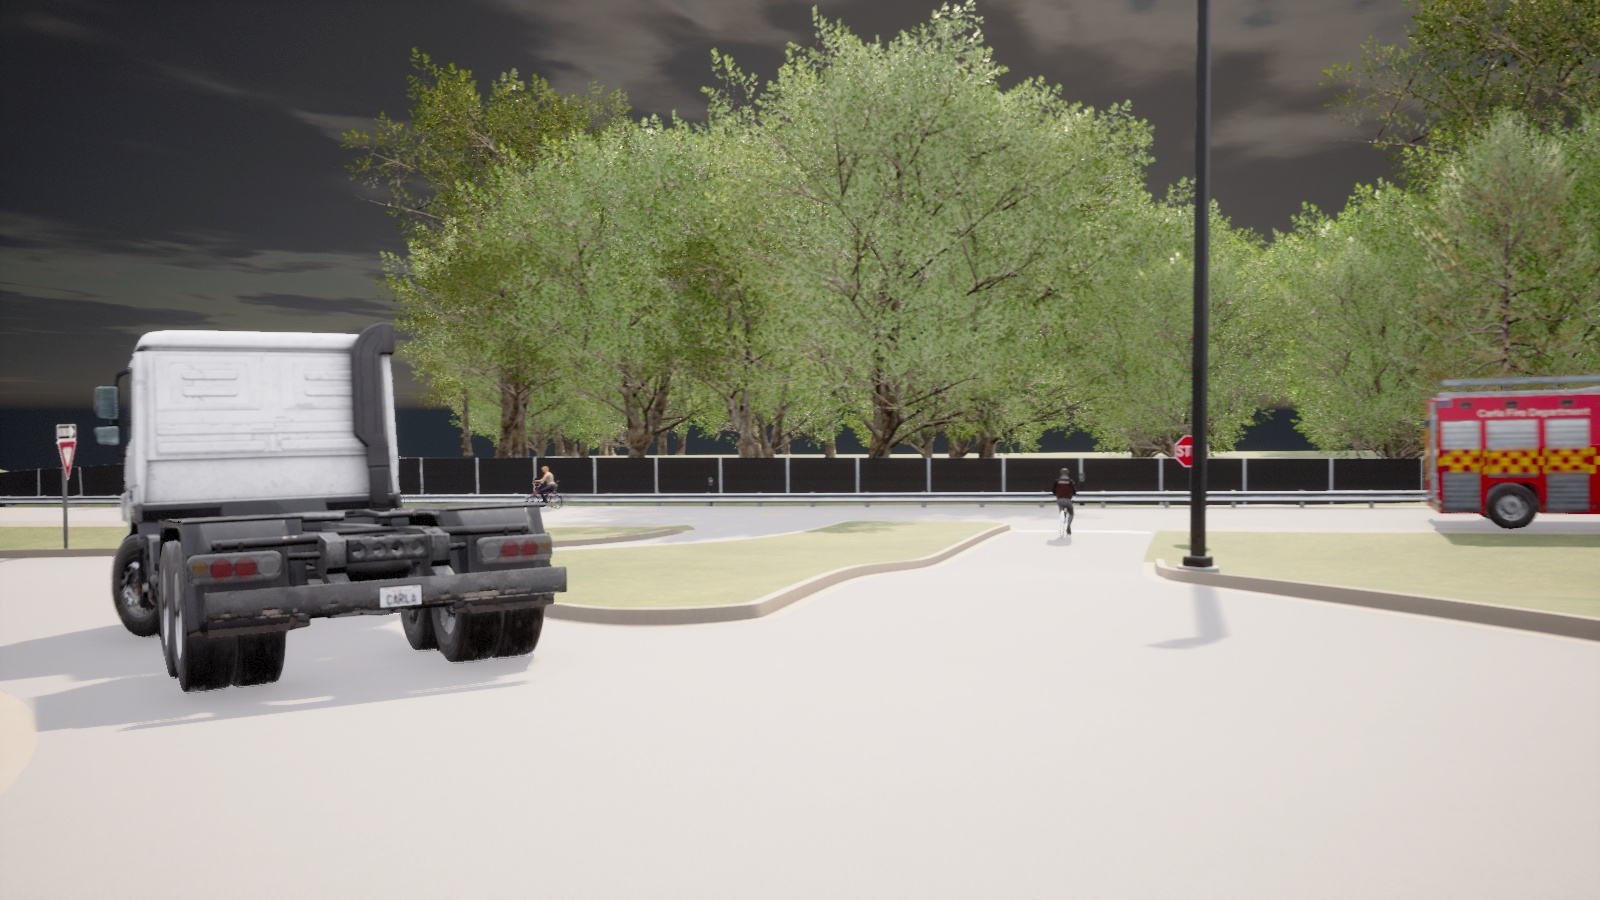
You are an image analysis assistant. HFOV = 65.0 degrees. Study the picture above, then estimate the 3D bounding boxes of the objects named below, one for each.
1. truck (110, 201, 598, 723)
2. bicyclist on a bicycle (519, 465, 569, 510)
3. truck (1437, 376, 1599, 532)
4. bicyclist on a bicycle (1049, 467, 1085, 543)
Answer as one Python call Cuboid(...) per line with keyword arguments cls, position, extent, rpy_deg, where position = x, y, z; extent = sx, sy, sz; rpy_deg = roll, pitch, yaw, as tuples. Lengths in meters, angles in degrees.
Cuboid(cls="truck", position=(-4.945, 0.201, 12.456), extent=(2.891, 3.462, 7.936), rpy_deg=(-2, -2, -31))
Cuboid(cls="bicyclist on a bicycle", position=(-9.417, 1.382, 46.178), extent=(1.509, 1.612, 0.866), rpy_deg=(-1, 2, 19))
Cuboid(cls="truck", position=(20.992, 0.036, 31.674), extent=(8.468, 3.827, 2.891), rpy_deg=(-1, 2, 21))
Cuboid(cls="bicyclist on a bicycle", position=(6.646, 1.340, 31.148), extent=(0.659, 1.776, 1.843), rpy_deg=(1, 1, 18))
